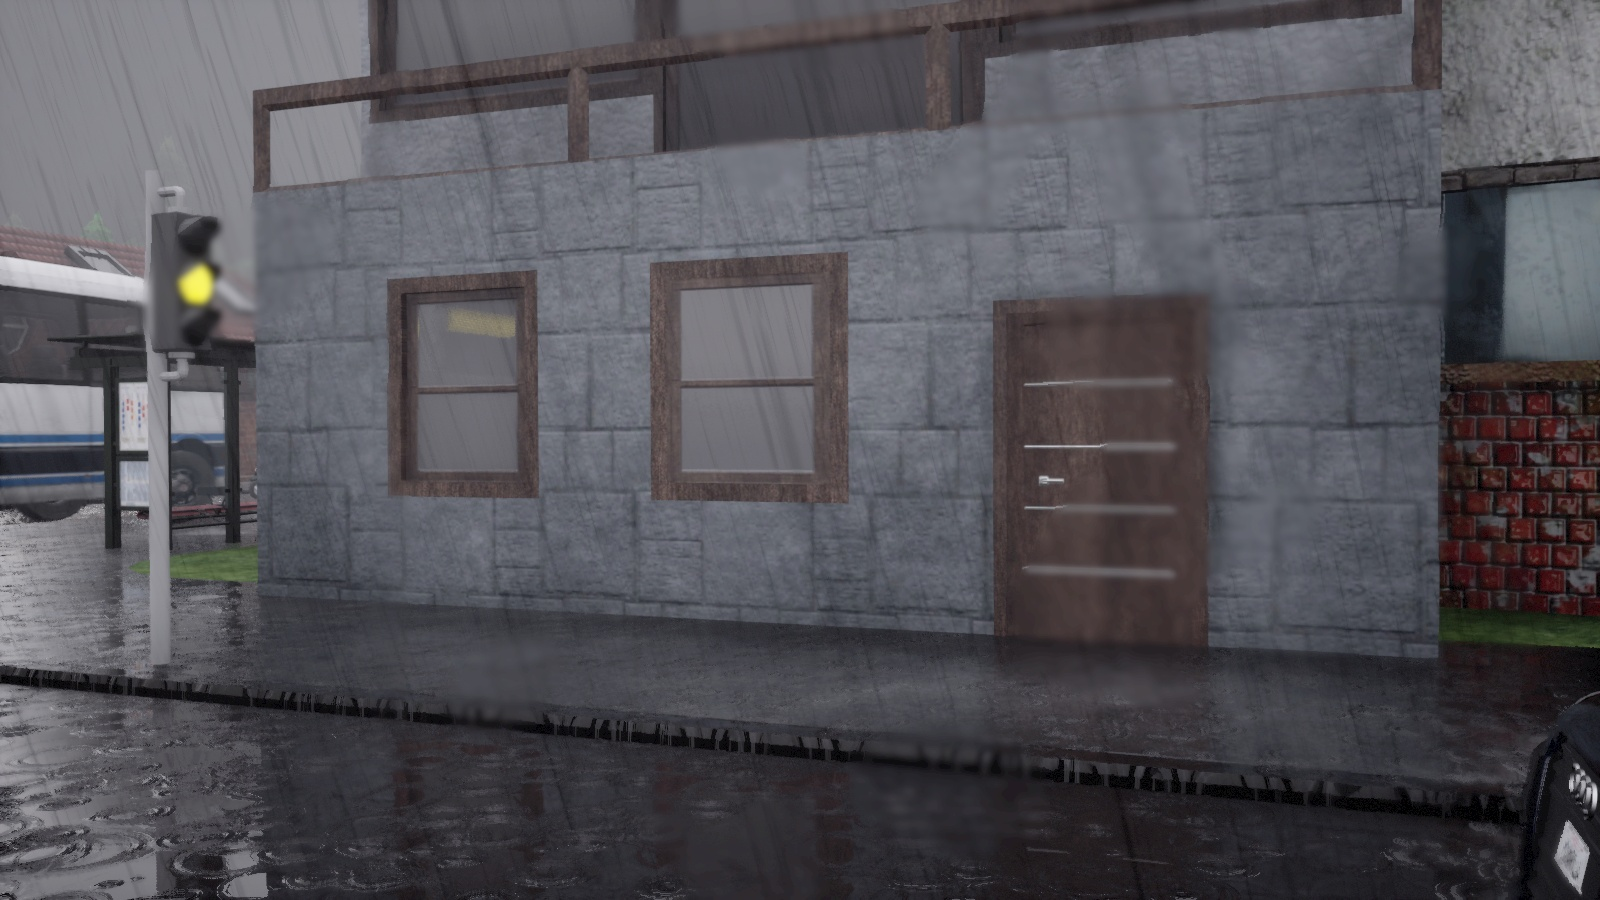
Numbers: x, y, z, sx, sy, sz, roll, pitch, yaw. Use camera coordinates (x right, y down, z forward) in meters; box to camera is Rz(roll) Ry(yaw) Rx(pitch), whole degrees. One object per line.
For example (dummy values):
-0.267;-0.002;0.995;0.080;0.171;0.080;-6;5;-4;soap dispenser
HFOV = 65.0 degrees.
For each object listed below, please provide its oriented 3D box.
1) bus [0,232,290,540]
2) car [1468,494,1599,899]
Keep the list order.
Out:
-12.668;-0.902;18.998;3.944;4.253;10.273;0;1;13;bus
3.777;0.865;2.418;4.181;1.385;1.994;0;1;21;car
